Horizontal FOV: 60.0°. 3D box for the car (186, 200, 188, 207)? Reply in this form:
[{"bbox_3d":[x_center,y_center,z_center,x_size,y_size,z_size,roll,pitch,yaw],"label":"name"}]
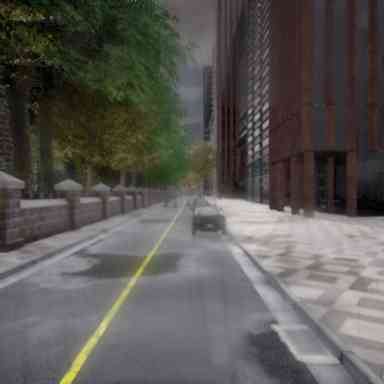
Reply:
[{"bbox_3d":[0.000,1.747,55.453,2.033,1.411,5.357,0,0,0],"label":"car"}]

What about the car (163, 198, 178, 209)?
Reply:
[{"bbox_3d":[-3.078,1.666,48.217,2.128,1.511,4.902,0,0,0],"label":"car"}]

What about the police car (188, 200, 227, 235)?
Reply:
[{"bbox_3d":[0.901,1.506,19.372,1.930,1.638,5.238,0,0,0],"label":"police car"}]

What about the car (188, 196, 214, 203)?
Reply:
[{"bbox_3d":[0.900,1.485,35.232,2.097,1.767,4.553,0,0,0],"label":"car"}]

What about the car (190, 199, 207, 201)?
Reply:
[{"bbox_3d":[0.900,1.620,29.261,1.837,1.490,4.892,0,0,0],"label":"car"}]
